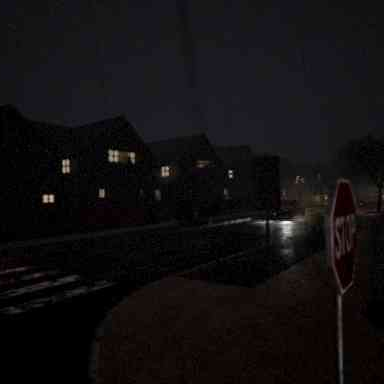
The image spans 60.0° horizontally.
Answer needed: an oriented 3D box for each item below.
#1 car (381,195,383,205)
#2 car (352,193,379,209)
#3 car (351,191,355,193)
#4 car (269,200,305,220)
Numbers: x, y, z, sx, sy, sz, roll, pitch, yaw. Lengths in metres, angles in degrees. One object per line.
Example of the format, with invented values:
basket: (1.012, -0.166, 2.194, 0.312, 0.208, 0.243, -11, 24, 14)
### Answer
car: (26.349, 1.106, 46.903, 1.994, 1.385, 4.181, -2, -1, 37)
car: (19.731, 1.142, 38.054, 1.812, 1.442, 4.674, -2, -1, 36)
car: (19.788, 0.949, 42.896, 2.150, 2.045, 5.566, -2, -1, 37)
car: (7.606, 1.359, 26.747, 1.812, 1.442, 4.674, -2, -1, 37)
